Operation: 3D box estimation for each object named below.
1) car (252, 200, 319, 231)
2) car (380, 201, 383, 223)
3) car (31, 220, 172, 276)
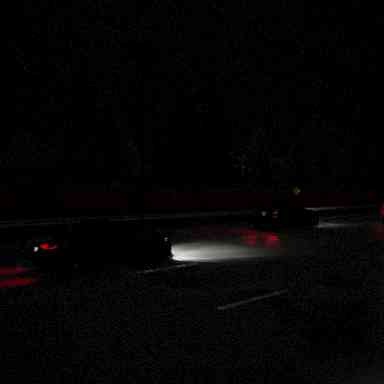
[{"bbox_3d":[5.983,1.351,21.044,4.553,1.767,2.097,0,0,-36],"label":"car"},{"bbox_3d":[15.574,1.223,23.679,5.566,2.045,2.150,0,0,-36],"label":"car"},{"bbox_3d":[-2.723,1.563,10.421,4.181,1.385,1.994,0,0,-36],"label":"car"}]
